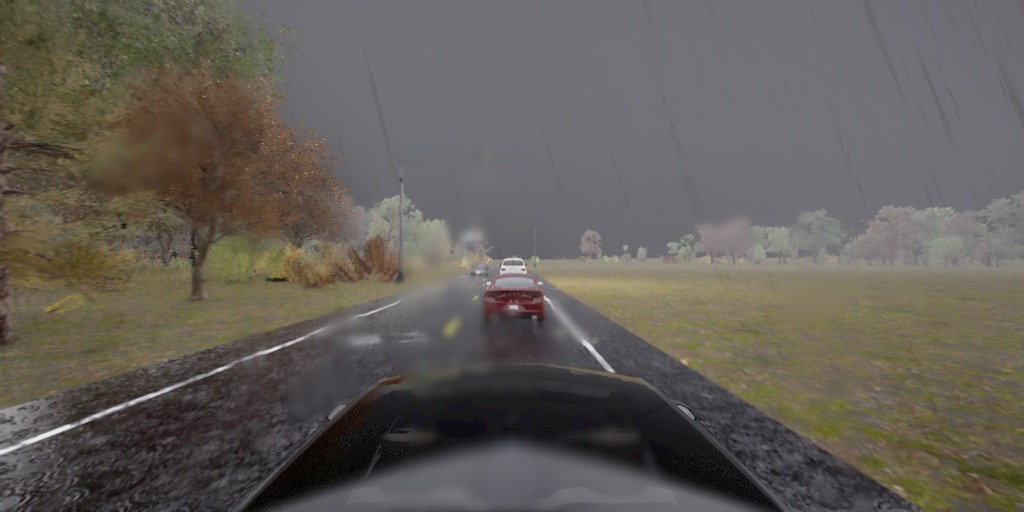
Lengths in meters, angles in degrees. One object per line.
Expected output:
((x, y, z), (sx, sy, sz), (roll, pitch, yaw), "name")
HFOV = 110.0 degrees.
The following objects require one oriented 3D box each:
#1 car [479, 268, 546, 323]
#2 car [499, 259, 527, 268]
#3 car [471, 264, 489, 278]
((0.088, 1.334, 12.622), (1.882, 1.535, 5.008), (0, -1, 0), "car")
((0.105, 1.257, 30.807), (2.150, 2.045, 5.566), (0, -1, 0), "car")
((-3.579, 1.625, 40.806), (2.128, 1.511, 4.902), (0, -1, 0), "car")
